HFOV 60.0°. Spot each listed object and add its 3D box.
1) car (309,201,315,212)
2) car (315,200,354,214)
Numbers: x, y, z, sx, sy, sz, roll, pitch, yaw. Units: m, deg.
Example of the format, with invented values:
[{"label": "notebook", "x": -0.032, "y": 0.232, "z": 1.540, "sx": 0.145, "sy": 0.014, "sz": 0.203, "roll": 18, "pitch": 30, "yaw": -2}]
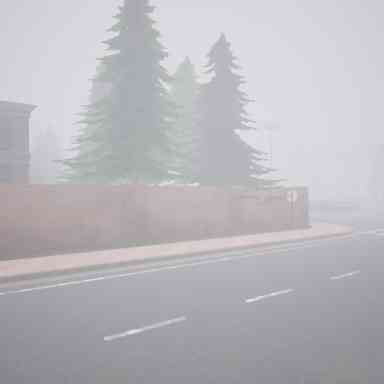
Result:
[{"label": "car", "x": 10.572, "y": 1.505, "z": 36.562, "sx": 1.837, "sy": 1.490, "sz": 4.892, "roll": 0, "pitch": 0, "yaw": -35}, {"label": "car", "x": 14.833, "y": 1.547, "z": 36.600, "sx": 2.033, "sy": 1.411, "sz": 5.357, "roll": 0, "pitch": 0, "yaw": -35}]
